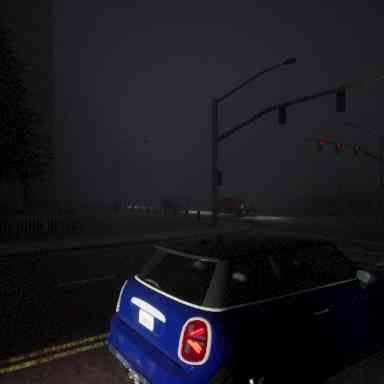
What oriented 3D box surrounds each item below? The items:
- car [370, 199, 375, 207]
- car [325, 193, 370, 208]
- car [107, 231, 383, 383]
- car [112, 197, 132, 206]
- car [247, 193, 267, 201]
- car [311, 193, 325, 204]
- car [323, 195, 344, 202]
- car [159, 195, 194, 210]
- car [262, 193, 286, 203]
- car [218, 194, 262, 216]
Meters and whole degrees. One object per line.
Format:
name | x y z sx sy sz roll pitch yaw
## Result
car | 23.403 1.154 46.845 1.905 1.878 3.866 0 0 -36
car | 21.014 1.151 45.211 1.932 1.855 4.605 0 0 -36
car | 1.260 1.352 4.696 4.553 1.767 2.097 0 0 -35
car | -11.411 1.491 54.200 2.128 1.511 4.902 0 0 -35
car | 15.936 1.150 81.568 1.932 1.855 4.605 0 0 -36
car | 29.192 1.150 72.516 1.932 1.855 4.605 0 0 -36
car | 31.589 1.360 74.144 1.784 1.438 3.905 0 0 -36
car | -2.305 1.491 41.442 2.128 1.511 4.902 0 0 -36
car | 15.478 1.393 62.644 1.970 1.475 3.806 0 0 -36
car | 4.174 1.351 32.403 2.097 1.767 4.553 0 0 -36
